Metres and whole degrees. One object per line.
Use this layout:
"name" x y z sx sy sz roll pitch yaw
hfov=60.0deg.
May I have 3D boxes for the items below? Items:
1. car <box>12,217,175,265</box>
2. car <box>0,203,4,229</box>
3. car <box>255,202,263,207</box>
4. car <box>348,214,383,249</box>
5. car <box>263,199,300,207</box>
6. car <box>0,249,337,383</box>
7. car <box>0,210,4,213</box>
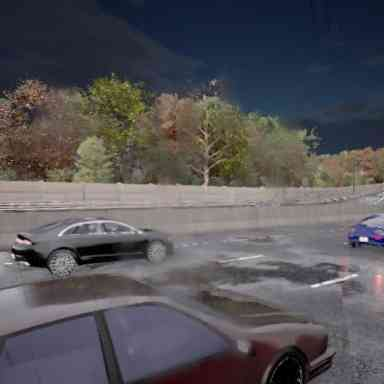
"car" -2.809 1.524 10.336 4.902 1.511 2.128 1 0 -35
"car" -14.133 1.478 19.705 5.008 1.535 1.882 1 0 -35
"car" 10.784 1.825 45.982 4.902 1.511 2.128 1 0 -35
"car" 8.444 1.661 14.064 4.674 1.442 1.812 1 0 -35
"car" 11.733 1.672 42.375 4.553 1.767 2.097 1 0 -35
"car" -0.915 1.556 3.092 5.357 1.411 2.033 1 0 -35
"car" -11.271 1.574 17.444 4.181 1.385 1.994 1 0 -35
